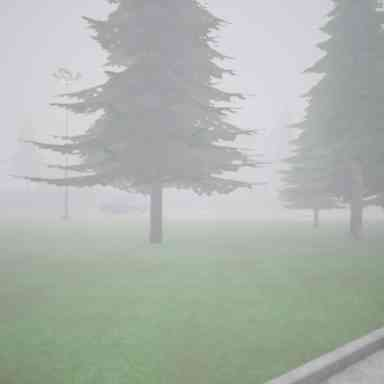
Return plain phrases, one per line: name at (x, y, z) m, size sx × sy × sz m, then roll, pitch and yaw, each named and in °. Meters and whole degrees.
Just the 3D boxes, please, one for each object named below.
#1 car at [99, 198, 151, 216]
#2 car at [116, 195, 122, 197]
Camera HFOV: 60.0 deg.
car at (-7.020, 1.628, 34.535) m, size 5.008 × 1.535 × 1.882 m, roll 0°, pitch 0°, yaw 2°
car at (-7.004, 1.398, 41.545) m, size 5.566 × 2.045 × 2.150 m, roll 0°, pitch 0°, yaw 2°
